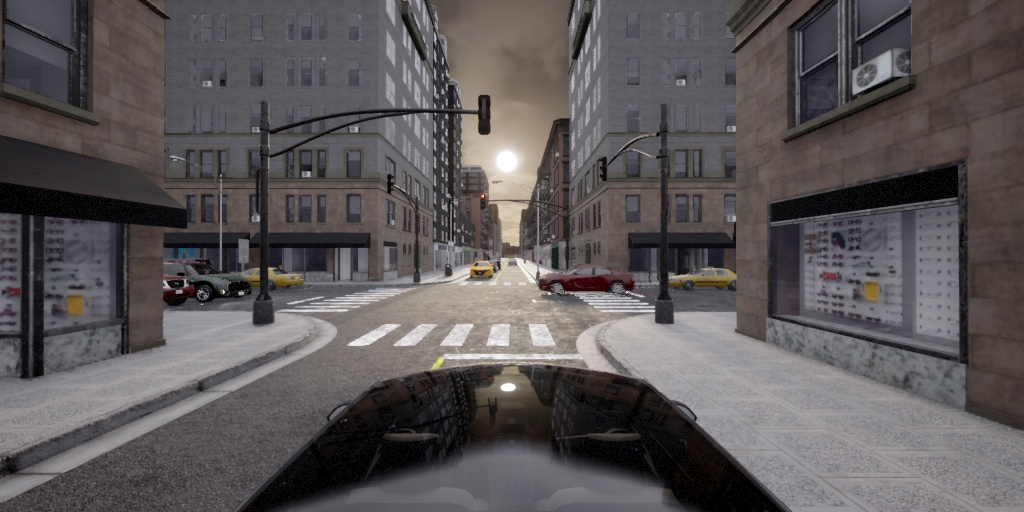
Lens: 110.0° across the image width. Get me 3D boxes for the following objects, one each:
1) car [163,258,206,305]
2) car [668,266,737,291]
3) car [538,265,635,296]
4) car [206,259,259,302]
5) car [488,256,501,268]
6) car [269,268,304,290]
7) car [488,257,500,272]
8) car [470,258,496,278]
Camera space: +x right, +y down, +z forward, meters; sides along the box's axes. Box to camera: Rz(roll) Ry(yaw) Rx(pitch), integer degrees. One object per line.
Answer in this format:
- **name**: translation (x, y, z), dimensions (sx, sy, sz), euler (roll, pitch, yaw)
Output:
- **car**: translation (-15.090, 1.035, 13.549), dimensions (5.009, 1.841, 2.192), euler (0, 0, 0)
- **car**: translation (11.649, 1.304, 21.516), dimensions (4.829, 1.417, 1.751), euler (0, 0, 0)
- **car**: translation (3.881, 1.238, 18.999), dimensions (5.008, 1.535, 1.882), euler (0, 0, 0)
- **car**: translation (-14.378, 1.084, 16.089), dimensions (4.553, 1.767, 2.097), euler (0, 0, 0)
- **car**: translation (-2.801, 0.953, 54.896), dimensions (2.150, 2.045, 5.566), euler (0, 0, 0)
- **car**: translation (-15.234, 1.279, 21.575), dimensions (4.829, 1.417, 1.751), euler (0, 0, 0)
- **car**: translation (-2.816, 1.244, 44.303), dimensions (1.837, 1.490, 4.892), euler (0, 0, 0)
- **car**: translation (-2.821, 1.222, 33.900), dimensions (1.882, 1.535, 5.008), euler (0, 0, 0)
